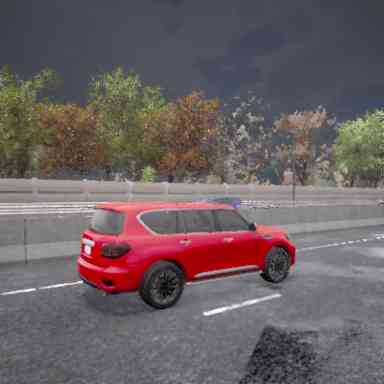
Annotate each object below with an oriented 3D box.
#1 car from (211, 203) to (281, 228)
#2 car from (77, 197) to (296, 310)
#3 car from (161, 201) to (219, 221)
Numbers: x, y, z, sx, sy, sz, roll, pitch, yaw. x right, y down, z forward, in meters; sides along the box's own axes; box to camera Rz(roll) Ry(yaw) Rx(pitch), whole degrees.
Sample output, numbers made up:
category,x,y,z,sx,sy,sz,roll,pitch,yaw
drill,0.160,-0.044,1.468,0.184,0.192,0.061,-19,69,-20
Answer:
category,x,y,z,sx,sy,sz,roll,pitch,yaw
car,3.985,1.624,24.030,4.902,1.511,2.128,1,0,-35
car,0.122,1.257,8.140,5.566,2.045,2.150,0,0,-35
car,-0.121,1.623,29.698,4.902,1.511,2.128,1,0,-35
